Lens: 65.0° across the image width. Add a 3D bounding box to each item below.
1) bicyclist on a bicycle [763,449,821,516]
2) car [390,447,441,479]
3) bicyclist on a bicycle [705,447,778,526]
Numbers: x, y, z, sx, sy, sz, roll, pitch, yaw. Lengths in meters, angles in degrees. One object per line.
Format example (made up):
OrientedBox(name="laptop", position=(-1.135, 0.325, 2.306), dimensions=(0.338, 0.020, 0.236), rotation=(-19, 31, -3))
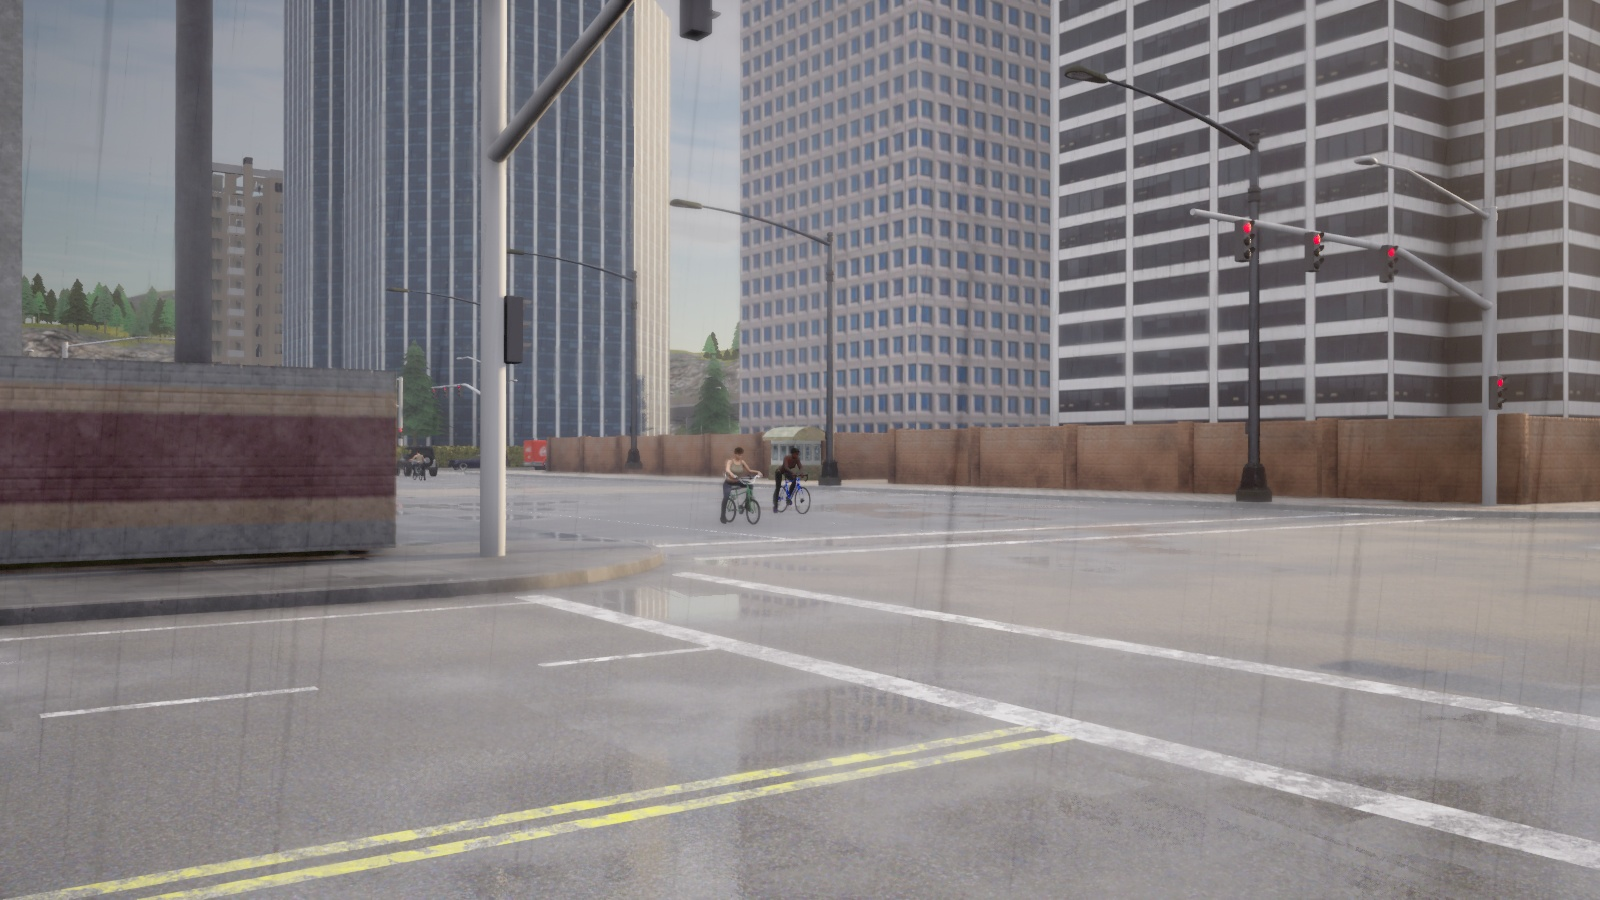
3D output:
OrientedBox(name="bicyclist on a bicycle", position=(-0.208, 0.774, 31.064), dimensions=(0.582, 1.620, 1.656), rotation=(0, 0, -35))
OrientedBox(name="car", position=(-23.771, 0.781, 77.625), dimensions=(1.905, 1.878, 3.866), rotation=(0, 0, -35))
OrientedBox(name="bicyclist on a bicycle", position=(-1.235, 0.748, 26.392), dimensions=(0.866, 1.612, 1.509), rotation=(0, 0, -34))
